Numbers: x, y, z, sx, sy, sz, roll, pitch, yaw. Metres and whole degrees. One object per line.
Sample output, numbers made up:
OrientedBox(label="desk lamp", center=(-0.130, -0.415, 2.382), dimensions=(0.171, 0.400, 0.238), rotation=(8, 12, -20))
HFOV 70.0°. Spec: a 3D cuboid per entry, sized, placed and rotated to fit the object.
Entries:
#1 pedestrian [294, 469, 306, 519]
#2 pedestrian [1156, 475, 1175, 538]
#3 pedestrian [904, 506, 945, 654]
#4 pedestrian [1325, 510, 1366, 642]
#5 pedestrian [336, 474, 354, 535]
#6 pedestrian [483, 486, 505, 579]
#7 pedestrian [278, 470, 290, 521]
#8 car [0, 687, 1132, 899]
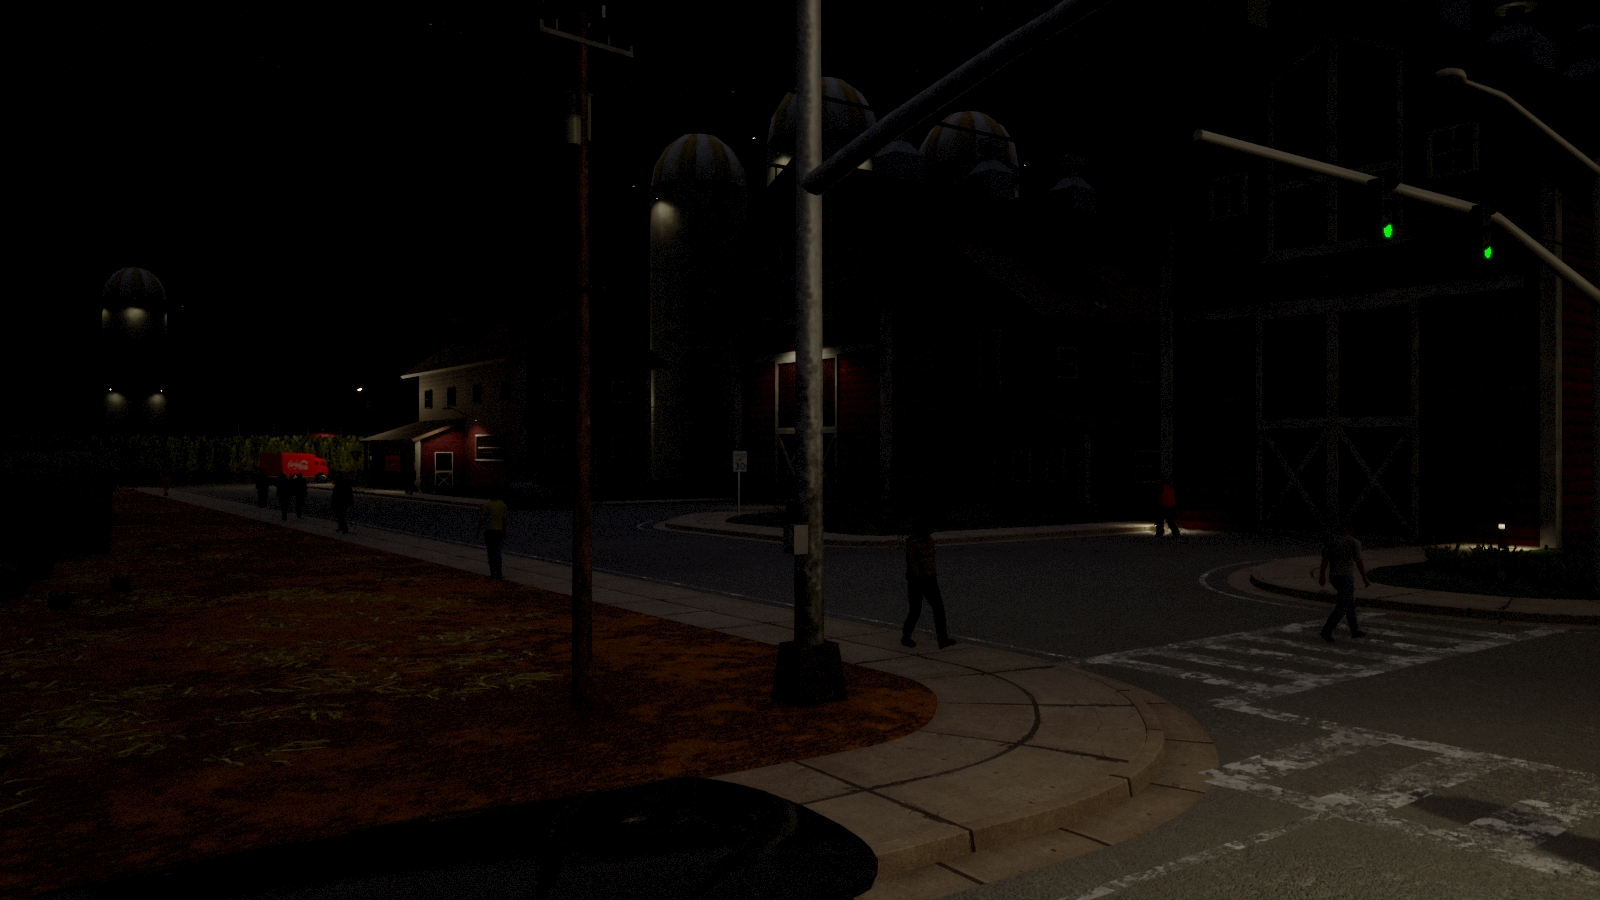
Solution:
OrientedBox(label="pedestrian", center=(-18.873, 1.664, 43.135), dimensions=(0.375, 1.860, 0.375), rotation=(0, 0, -29))
OrientedBox(label="pedestrian", center=(10.932, 1.685, 34.185), dimensions=(0.375, 1.860, 0.375), rotation=(0, 0, -36))
OrientedBox(label="pedestrian", center=(1.620, 1.665, 14.825), dimensions=(0.375, 1.860, 0.375), rotation=(0, 0, -31))
OrientedBox(label="pedestrian", center=(7.912, 1.812, 16.572), dimensions=(0.375, 1.860, 0.375), rotation=(0, 0, -25))
OrientedBox(label="pedestrian", center=(-13.912, 1.665, 34.942), dimensions=(0.375, 1.860, 0.375), rotation=(0, 0, 26))
OrientedBox(label="pedestrian", center=(-6.229, 1.665, 23.236), dimensions=(0.375, 1.860, 0.375), rotation=(0, 0, -25))
OrientedBox(label="pedestrian", center=(-18.871, 1.665, 41.789), dimensions=(0.375, 1.860, 0.375), rotation=(0, 0, -31))
OrientedBox(label="car", center=(-1.537, 1.905, 2.746), dimensions=(4.553, 1.767, 2.097), rotation=(0, 0, -35))
